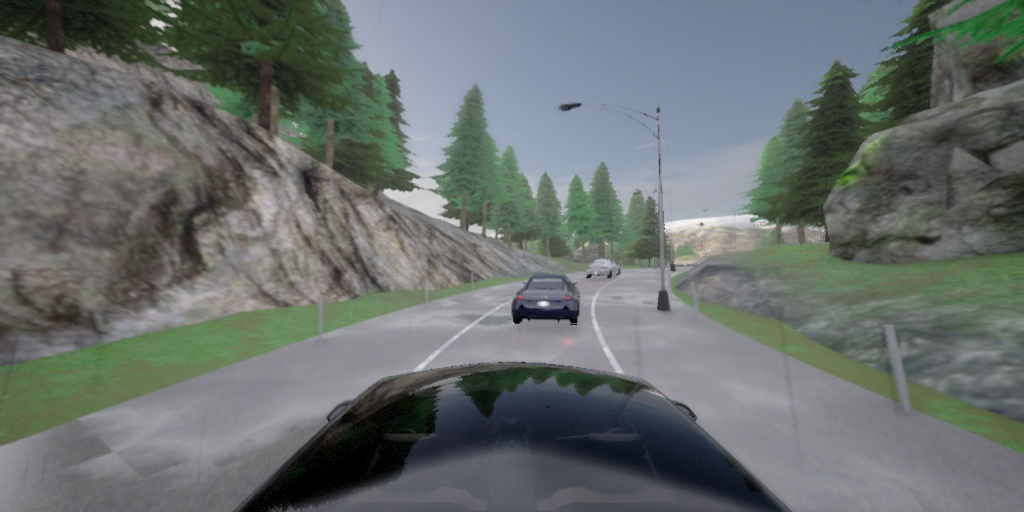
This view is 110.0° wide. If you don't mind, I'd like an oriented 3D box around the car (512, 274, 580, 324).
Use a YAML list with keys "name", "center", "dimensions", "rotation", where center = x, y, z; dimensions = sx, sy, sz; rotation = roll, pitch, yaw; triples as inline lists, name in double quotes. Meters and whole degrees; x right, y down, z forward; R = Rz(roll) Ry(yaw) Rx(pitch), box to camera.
- name: "car"
  center: [1.249, 1.278, 11.921]
  dimensions: [1.994, 1.385, 4.181]
  rotation: [-1, 0, 11]

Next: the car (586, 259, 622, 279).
- name: "car"
  center: [7.237, 0.962, 28.262]
  dimensions: [1.812, 1.442, 4.674]
  rotation: [-2, 0, 29]
